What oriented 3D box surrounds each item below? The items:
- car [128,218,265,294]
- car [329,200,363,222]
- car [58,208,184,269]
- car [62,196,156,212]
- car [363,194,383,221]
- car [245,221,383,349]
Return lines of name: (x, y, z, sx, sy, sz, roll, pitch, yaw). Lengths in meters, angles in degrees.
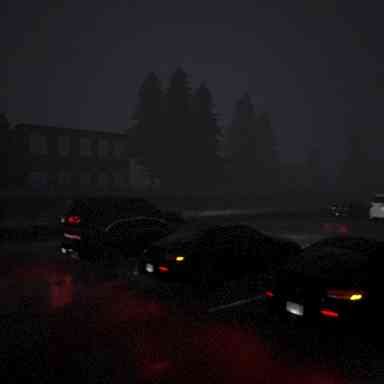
car: (0.931, 1.503, 8.709, 4.674, 1.442, 1.812, 0, 0, -36)
car: (12.533, 1.394, 25.585, 4.902, 1.511, 2.128, 0, 0, -35)
car: (-1.770, 1.472, 11.082, 4.902, 1.511, 2.128, 0, 0, -35)
car: (-2.883, 1.198, 14.588, 5.566, 2.045, 2.150, 0, 0, -36)
car: (14.211, 1.126, 22.484, 5.566, 2.045, 2.150, 0, 0, -36)
car: (3.356, 1.502, 6.140, 4.674, 1.442, 1.812, 0, 0, -36)
